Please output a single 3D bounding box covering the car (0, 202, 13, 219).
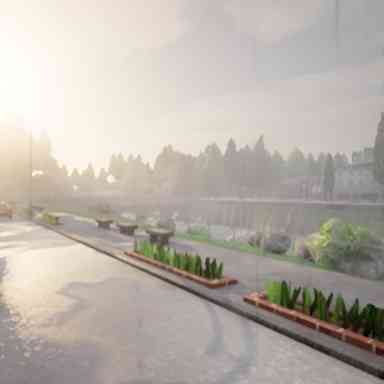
[{"bbox_3d":[-16.794,1.558,28.772,1.994,1.385,4.181,0,0,-34],"label":"car"}]
